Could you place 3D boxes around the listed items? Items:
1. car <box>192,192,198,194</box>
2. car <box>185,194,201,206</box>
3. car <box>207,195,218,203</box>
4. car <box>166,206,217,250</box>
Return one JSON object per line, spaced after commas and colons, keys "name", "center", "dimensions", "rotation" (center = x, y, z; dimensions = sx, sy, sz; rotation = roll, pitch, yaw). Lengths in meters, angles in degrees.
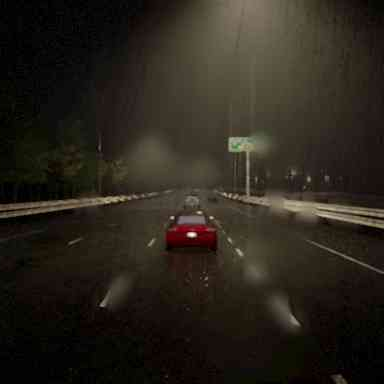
{"name": "car", "center": [0.162, 1.283, 62.692], "dimensions": [2.033, 1.411, 5.357], "rotation": [0, 0, 1]}
{"name": "car", "center": [0.039, 1.373, 44.165], "dimensions": [1.812, 1.442, 4.674], "rotation": [0, 0, 0]}
{"name": "car", "center": [3.755, 1.228, 61.791], "dimensions": [2.128, 1.511, 4.902], "rotation": [0, 0, 0]}
{"name": "car", "center": [-0.011, 1.527, 14.178], "dimensions": [1.994, 1.385, 4.181], "rotation": [0, 0, 0]}
